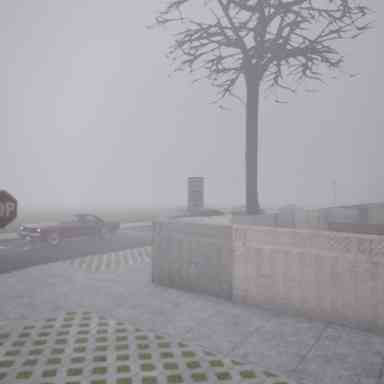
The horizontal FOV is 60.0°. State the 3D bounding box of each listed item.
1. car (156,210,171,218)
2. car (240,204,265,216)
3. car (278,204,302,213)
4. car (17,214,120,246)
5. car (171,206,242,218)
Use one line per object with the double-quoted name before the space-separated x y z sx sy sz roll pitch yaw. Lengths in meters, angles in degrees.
"car" -0.589 1.768 24.047 1.882 1.535 5.008 0 -1 35
"car" 5.521 1.917 32.703 1.882 1.535 5.008 0 -1 35
"car" 12.689 2.176 42.793 1.994 1.385 4.181 0 -1 36
"car" -5.936 1.761 16.454 1.895 1.301 4.718 0 -1 35
"car" 1.067 1.789 21.361 1.837 1.490 4.892 0 -1 36
